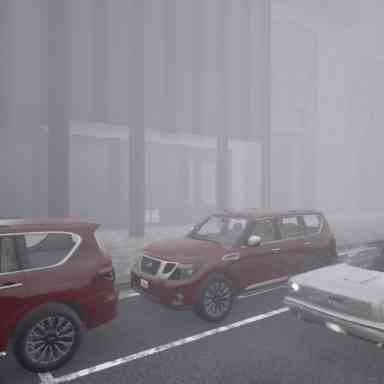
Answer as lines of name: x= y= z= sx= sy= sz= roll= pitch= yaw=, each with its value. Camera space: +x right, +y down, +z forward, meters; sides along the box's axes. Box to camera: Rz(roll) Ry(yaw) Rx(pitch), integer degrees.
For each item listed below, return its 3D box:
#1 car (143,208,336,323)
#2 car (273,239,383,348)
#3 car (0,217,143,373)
car: x=1.197 y=1.315 z=7.385 sx=5.009 sy=1.841 sz=2.192 roll=0 pitch=0 yaw=-36
car: x=3.812 y=1.601 z=5.976 sx=4.718 sy=1.301 sz=1.895 roll=0 pitch=0 yaw=-36
car: x=-3.394 y=1.315 z=4.109 sx=5.009 sy=1.841 sz=2.192 roll=0 pitch=0 yaw=-36
